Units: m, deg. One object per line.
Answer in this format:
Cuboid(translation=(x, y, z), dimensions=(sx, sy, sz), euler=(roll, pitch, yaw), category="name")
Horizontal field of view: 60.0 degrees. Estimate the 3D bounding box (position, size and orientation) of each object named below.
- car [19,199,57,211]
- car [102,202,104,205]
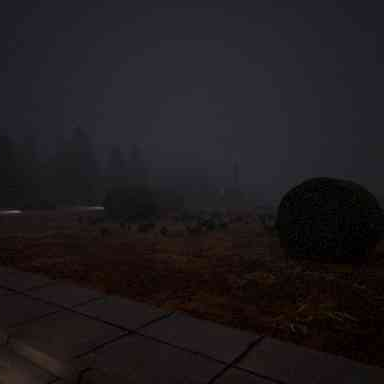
Cuboid(translation=(-18.431, 1.557, 39.949), dimensions=(1.994, 1.385, 4.181), euler=(0, 0, 37), category="car")
Cuboid(translation=(-11.181, 1.513, 49.713), dimensions=(1.812, 1.442, 4.674), euler=(0, 0, 37), category="car")
